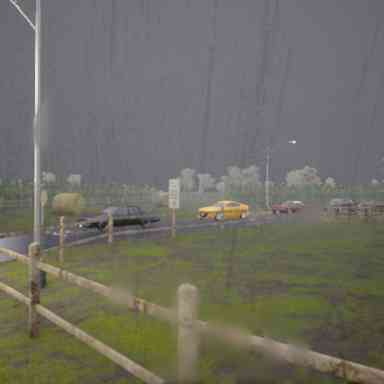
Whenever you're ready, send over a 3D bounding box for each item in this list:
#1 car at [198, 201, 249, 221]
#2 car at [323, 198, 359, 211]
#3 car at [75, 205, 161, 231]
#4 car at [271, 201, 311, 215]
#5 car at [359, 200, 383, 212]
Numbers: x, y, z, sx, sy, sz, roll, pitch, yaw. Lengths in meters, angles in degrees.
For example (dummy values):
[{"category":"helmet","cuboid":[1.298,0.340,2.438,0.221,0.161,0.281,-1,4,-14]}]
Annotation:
[{"category":"car","cuboid":[2.672,1.495,27.623,5.008,1.535,1.882,0,0,-42]},{"category":"car","cuboid":[17.932,1.541,40.532,4.892,1.490,1.837,0,0,-38]},{"category":"car","cuboid":[-4.479,1.553,20.872,5.357,1.411,2.033,0,0,-44]},{"category":"car","cuboid":[10.149,1.628,34.197,4.718,1.301,1.895,0,0,-40]},{"category":"car","cuboid":[21.792,1.656,39.918,4.718,1.301,1.895,0,0,-37]}]
